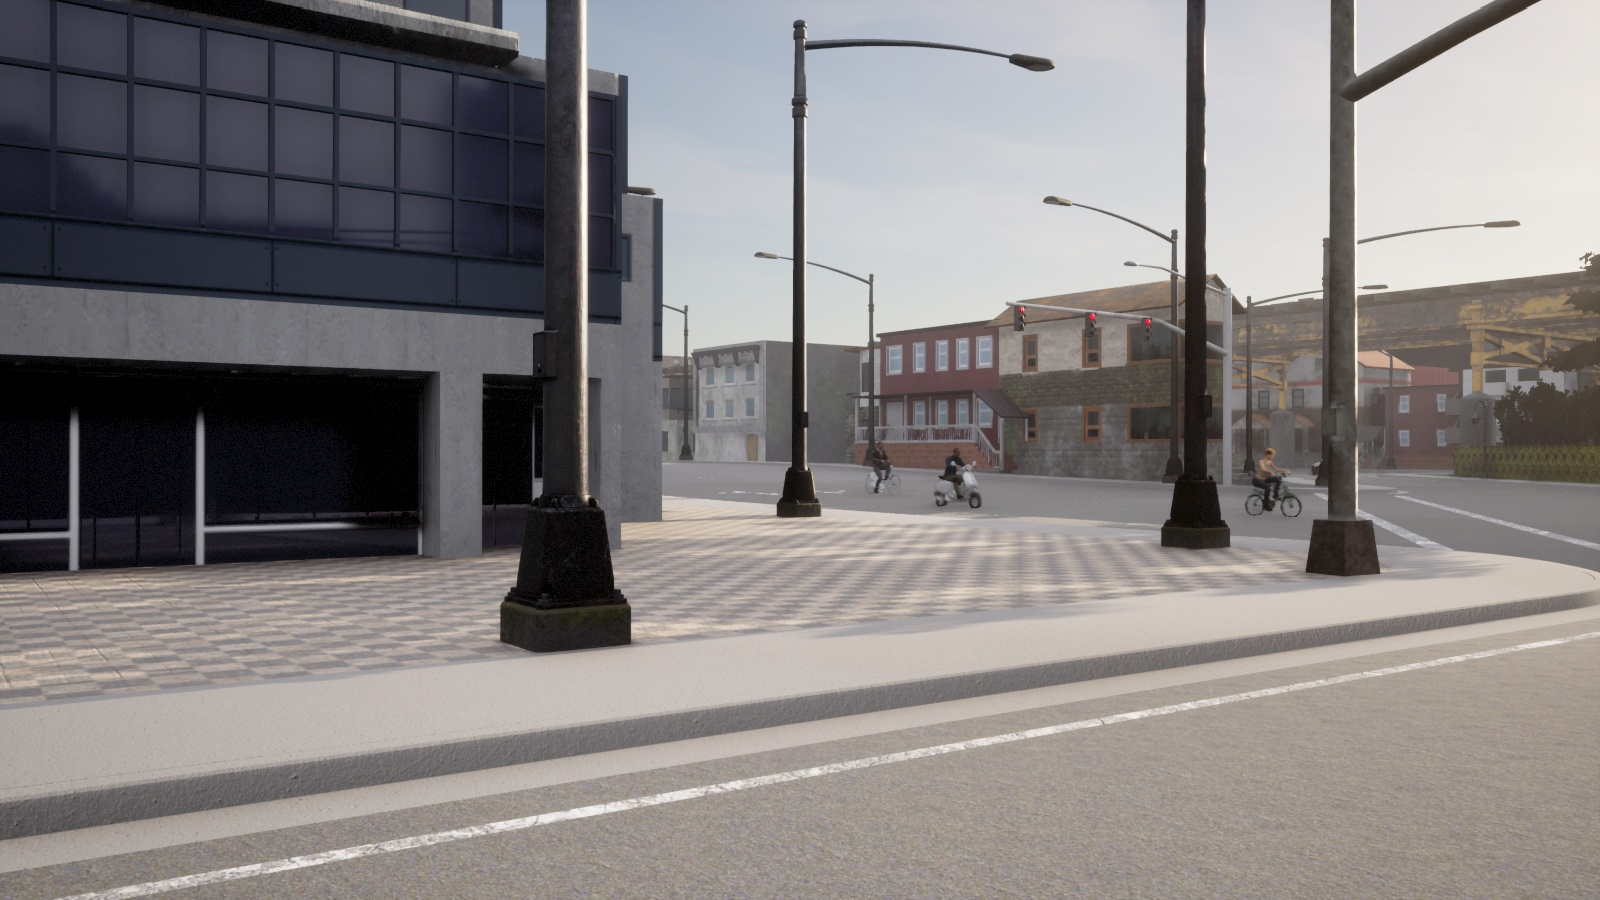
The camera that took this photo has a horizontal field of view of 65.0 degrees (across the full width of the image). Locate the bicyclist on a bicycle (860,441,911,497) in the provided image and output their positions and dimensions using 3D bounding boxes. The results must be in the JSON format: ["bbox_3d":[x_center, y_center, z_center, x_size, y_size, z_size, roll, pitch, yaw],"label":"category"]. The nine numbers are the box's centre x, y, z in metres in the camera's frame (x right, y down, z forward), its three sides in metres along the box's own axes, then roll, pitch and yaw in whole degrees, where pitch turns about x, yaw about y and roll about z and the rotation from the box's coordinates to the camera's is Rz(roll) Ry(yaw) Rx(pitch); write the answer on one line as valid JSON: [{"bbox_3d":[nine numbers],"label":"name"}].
[{"bbox_3d":[2.785,0.604,41.009,0.659,1.776,1.843,0,1,-35],"label":"bicyclist on a bicycle"}]

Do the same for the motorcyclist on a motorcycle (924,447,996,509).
[{"bbox_3d":[4.186,0.714,32.957,0.866,1.590,1.817,0,0,-35],"label":"motorcyclist on a motorcycle"}]

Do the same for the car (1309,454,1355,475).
[{"bbox_3d":[36.141,0.941,85.416,1.994,1.385,4.181,0,0,10],"label":"car"}]

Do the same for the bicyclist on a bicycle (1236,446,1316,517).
[{"bbox_3d":[11.090,0.719,29.276,0.866,1.612,1.509,0,0,-35],"label":"bicyclist on a bicycle"}]
